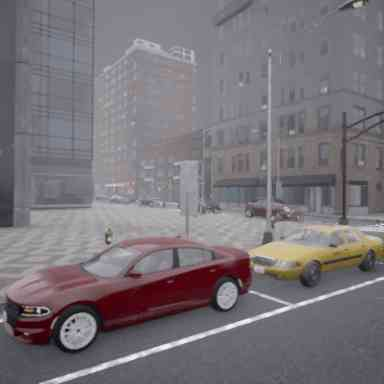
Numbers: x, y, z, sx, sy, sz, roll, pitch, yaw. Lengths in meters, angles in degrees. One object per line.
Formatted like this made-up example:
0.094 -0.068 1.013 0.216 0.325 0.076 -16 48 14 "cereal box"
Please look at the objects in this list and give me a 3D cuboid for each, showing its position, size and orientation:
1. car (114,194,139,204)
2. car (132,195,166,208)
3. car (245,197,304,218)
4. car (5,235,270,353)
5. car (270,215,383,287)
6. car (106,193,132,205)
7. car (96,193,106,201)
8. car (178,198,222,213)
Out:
-10.855 1.109 54.920 2.033 1.411 5.357 1 0 -35 "car"
-5.002 1.155 41.075 2.128 1.511 4.902 1 0 -35 "car"
6.187 1.191 25.193 2.097 1.767 4.553 1 0 -35 "car"
-0.870 1.545 6.137 4.507 1.381 1.887 0 1 -36 "car"
3.570 1.525 9.306 4.829 1.417 1.752 0 1 -36 "car"
-10.672 1.099 49.177 1.812 1.442 4.674 1 0 -34 "car"
-16.739 0.961 63.257 2.128 1.511 4.902 1 0 -35 "car"
0.673 1.301 33.008 2.033 1.411 5.357 1 0 -36 "car"
